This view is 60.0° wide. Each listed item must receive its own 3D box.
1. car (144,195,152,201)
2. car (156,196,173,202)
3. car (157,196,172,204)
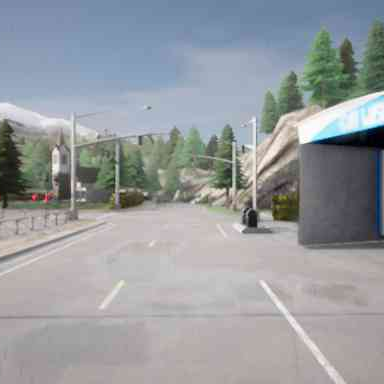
[{"bbox_3d":[-12.373,1.541,86.257,5.008,1.535,1.882,0,0,42],"label":"car"},{"bbox_3d":[-6.504,1.636,77.704,2.033,1.411,5.357,0,0,-27],"label":"car"},{"bbox_3d":[-5.691,1.643,65.723,1.994,1.385,4.181,0,0,-14],"label":"car"}]
